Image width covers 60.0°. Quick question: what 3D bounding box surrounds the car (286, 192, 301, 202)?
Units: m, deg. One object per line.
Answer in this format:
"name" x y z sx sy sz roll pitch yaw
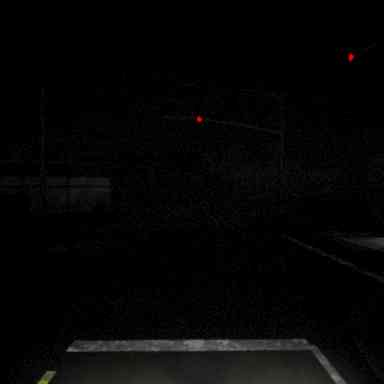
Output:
"car" 21.204 1.003 66.195 4.605 1.855 1.932 0 0 0

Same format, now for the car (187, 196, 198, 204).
"car" 0.123 1.456 63.326 2.033 1.411 5.357 0 0 0

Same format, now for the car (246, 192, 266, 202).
"car" 12.725 1.266 66.113 3.806 1.475 1.970 0 0 0

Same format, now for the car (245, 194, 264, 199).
"car" 17.289 1.201 92.077 4.674 1.442 1.812 0 0 0

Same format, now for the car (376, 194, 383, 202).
"car" 38.604 1.064 63.148 5.027 1.636 2.152 0 0 0

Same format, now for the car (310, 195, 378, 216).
"car" 13.026 1.299 28.720 4.514 1.523 2.007 0 0 0

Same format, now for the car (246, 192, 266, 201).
"car" 13.319 0.977 69.440 3.866 1.878 1.905 0 0 0

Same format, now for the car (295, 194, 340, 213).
"car" 12.957 1.285 31.856 5.027 1.636 2.152 0 0 0

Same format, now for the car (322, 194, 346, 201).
"car" 31.178 1.194 73.189 4.514 1.523 2.007 0 0 0
